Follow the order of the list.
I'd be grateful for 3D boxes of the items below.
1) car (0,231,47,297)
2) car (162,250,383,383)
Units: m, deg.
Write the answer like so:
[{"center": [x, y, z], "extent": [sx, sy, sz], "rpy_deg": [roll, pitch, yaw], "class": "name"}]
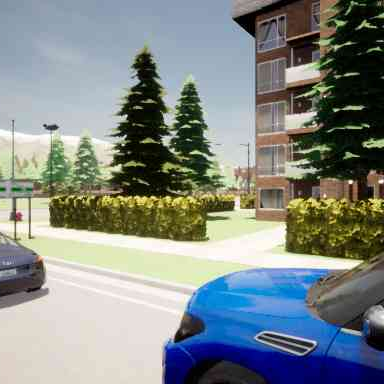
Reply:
[{"center": [-5.253, 1.564, 7.712], "extent": [4.181, 1.385, 1.994], "rpy_deg": [0, 0, 36], "class": "car"}, {"center": [2.361, 1.221, 2.305], "extent": [5.566, 2.045, 2.150], "rpy_deg": [0, 0, 36], "class": "car"}]
